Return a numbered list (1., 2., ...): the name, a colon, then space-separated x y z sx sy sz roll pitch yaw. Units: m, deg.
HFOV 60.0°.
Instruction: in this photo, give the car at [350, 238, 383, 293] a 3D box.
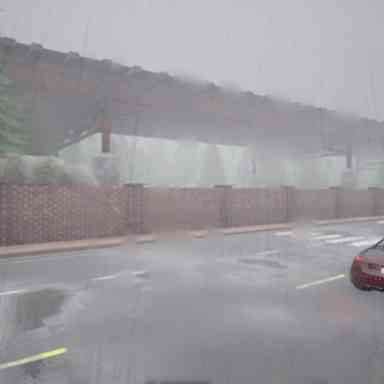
1. car: 5.575 1.563 7.772 4.181 1.385 1.994 0 0 -35
